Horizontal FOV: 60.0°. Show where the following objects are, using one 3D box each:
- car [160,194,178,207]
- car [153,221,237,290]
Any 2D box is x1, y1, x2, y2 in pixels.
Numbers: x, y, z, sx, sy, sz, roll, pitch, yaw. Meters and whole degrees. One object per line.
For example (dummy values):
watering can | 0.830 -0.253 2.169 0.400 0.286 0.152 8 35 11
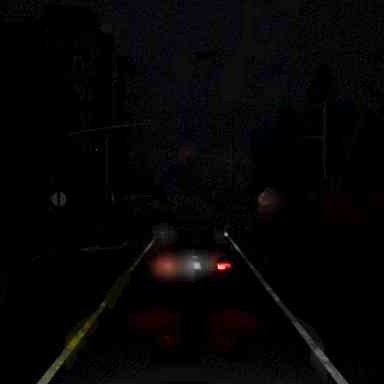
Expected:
car | -3.511 1.352 48.103 2.033 1.411 5.357 0 0 0
car | 0.074 1.510 9.108 2.033 1.411 5.357 0 0 0
